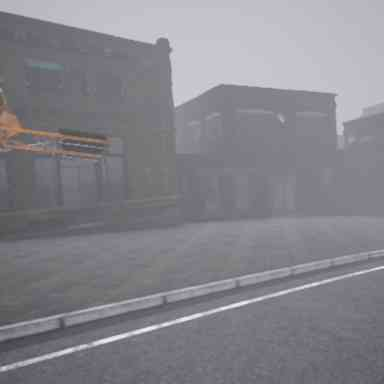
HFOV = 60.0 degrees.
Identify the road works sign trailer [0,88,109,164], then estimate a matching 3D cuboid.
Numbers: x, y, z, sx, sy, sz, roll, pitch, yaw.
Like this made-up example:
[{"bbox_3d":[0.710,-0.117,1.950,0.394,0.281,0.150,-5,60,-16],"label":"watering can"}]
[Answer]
[{"bbox_3d":[-4.454,-1.350,10.147,3.560,2.880,2.380,5,-11,-18],"label":"road works sign trailer"}]
